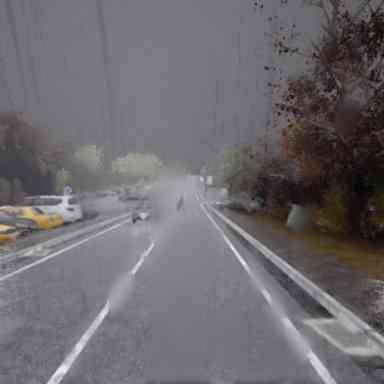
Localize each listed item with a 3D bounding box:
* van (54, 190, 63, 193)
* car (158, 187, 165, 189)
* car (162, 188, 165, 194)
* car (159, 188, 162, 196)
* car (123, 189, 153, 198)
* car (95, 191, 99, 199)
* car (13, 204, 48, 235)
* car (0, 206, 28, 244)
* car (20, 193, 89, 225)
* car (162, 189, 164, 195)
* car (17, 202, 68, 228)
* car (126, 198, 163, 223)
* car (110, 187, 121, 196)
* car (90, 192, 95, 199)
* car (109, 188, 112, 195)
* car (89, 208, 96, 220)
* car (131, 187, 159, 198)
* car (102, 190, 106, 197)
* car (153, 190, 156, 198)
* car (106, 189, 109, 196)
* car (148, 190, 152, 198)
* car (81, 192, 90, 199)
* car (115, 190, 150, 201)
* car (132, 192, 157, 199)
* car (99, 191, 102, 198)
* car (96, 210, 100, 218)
[{"bbox_3d":[-23.198,0.652,57.302,4.442,1.987,1.878,1,0,0],"label":"van"},{"bbox_3d":[-10.123,0.224,87.967,4.553,1.767,2.185,0,2,0],"label":"car"},{"bbox_3d":[-10.135,0.472,85.186,4.792,1.488,2.163,0,2,0],"label":"car"},{"bbox_3d":[-10.102,0.480,79.609,4.553,1.767,2.185,0,2,0],"label":"car"},{"bbox_3d":[-10.248,0.735,62.891,4.553,1.767,2.185,0,0,0],"label":"car"},{"bbox_3d":[-23.440,0.773,71.262,5.366,1.575,1.946,0,1,0],"label":"car"},{"bbox_3d":[-10.156,1.507,16.404,4.892,1.521,2.231,0,0,0],"label":"car"},{"bbox_3d":[-9.976,1.493,13.627,5.366,1.575,1.946,0,0,0],"label":"car"},{"bbox_3d":[-10.155,1.277,21.957,5.566,2.045,2.435,0,0,0],"label":"car"},{"bbox_3d":[-10.090,0.558,82.400,4.792,1.488,2.163,0,2,0],"label":"car"},{"bbox_3d":[-10.324,1.514,19.181,5.366,1.575,1.946,0,0,0],"label":"car"},{"bbox_3d":[-3.295,1.456,25.066,2.128,1.511,4.902,0,0,0],"label":"car"},{"bbox_3d":[-22.973,0.245,90.642,5.366,1.575,1.946,0,2,0],"label":"car"},{"bbox_3d":[-23.454,0.809,68.467,5.366,1.575,1.946,0,1,0],"label":"car"},{"bbox_3d":[-23.193,0.526,82.413,4.892,1.521,2.231,0,1,0],"label":"car"},{"bbox_3d":[-10.121,1.539,24.732,5.008,1.535,2.097,0,0,0],"label":"car"},{"bbox_3d":[-10.217,0.565,68.461,5.566,2.045,2.435,0,1,0],"label":"car"},{"bbox_3d":[-23.223,0.672,76.707,5.008,1.535,2.097,0,1,0],"label":"car"},{"bbox_3d":[-10.197,0.843,65.670,5.008,1.535,2.097,0,1,0],"label":"car"},{"bbox_3d":[-23.209,0.605,79.496,5.008,1.535,2.097,0,1,0],"label":"car"},{"bbox_3d":[-10.260,0.900,60.105,4.792,1.488,2.163,0,0,0],"label":"car"},{"bbox_3d":[-23.311,0.868,65.674,4.792,1.488,2.163,0,0,0],"label":"car"},{"bbox_3d":[-10.215,0.910,57.321,4.792,1.488,2.163,0,0,0],"label":"car"},{"bbox_3d":[-10.169,0.781,71.253,4.892,1.521,2.231,0,1,0],"label":"car"},{"bbox_3d":[-23.212,0.761,73.917,4.792,1.488,2.163,0,1,0],"label":"car"},{"bbox_3d":[-10.075,1.579,27.508,4.792,1.488,2.163,0,0,0],"label":"car"}]
